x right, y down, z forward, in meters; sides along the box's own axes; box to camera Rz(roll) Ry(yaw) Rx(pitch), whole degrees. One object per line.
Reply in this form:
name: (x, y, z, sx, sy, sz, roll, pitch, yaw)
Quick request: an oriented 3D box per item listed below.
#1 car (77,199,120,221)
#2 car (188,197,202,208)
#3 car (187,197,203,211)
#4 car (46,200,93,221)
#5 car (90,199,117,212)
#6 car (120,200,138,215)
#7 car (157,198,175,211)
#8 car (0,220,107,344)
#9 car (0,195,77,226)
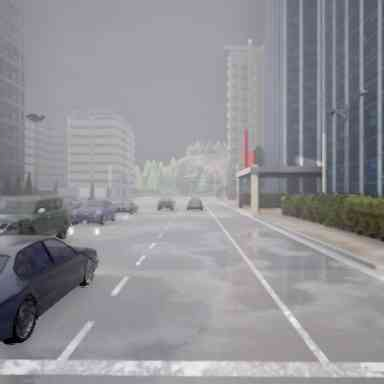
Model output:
car: (-6.889, 1.342, 23.710, 2.097, 1.767, 4.553, 0, 0, 1)
car: (0.462, 1.526, 50.387, 2.033, 1.411, 5.357, 0, 0, 1)
car: (0.369, 1.547, 40.612, 1.994, 1.385, 4.181, 0, 0, 1)
car: (-10.314, 1.479, 28.483, 2.128, 1.511, 4.902, 0, 0, 1)
car: (-10.159, 1.548, 38.462, 1.994, 1.385, 4.181, 0, 0, 1)
car: (-6.709, 1.550, 33.755, 1.994, 1.385, 4.181, 0, 0, 1)
car: (-3.132, 1.488, 40.240, 1.837, 1.490, 4.892, 0, 0, 1)
car: (-3.365, 1.545, 6.324, 2.033, 1.411, 5.357, 0, 0, 0)
car: (-7.008, 1.216, 13.960, 2.150, 2.045, 5.566, 0, 0, 1)
